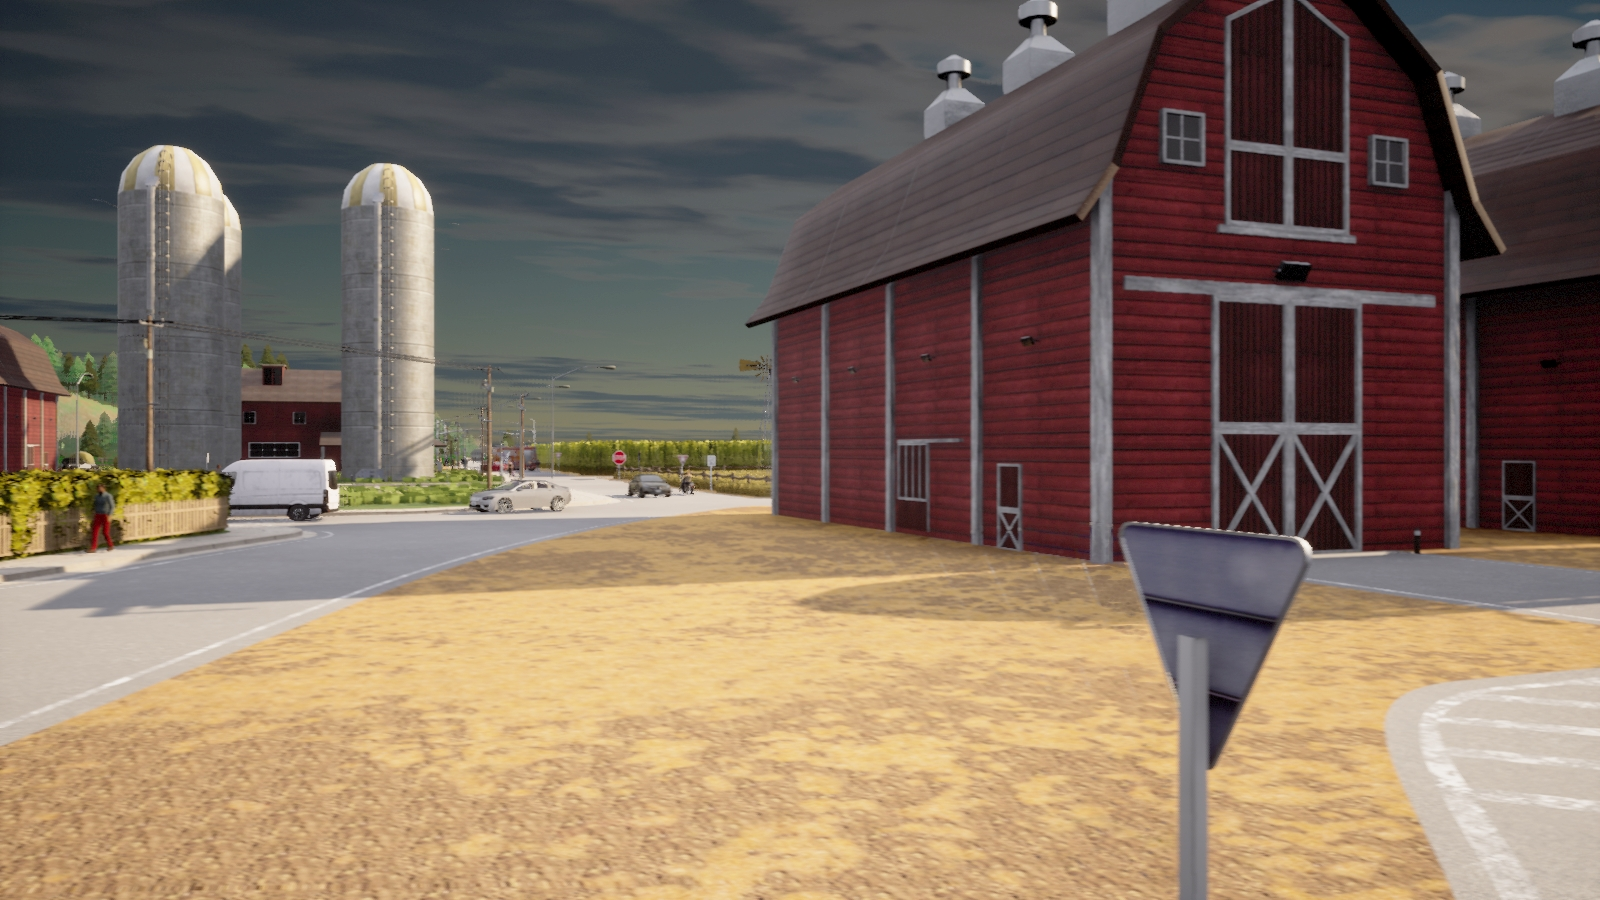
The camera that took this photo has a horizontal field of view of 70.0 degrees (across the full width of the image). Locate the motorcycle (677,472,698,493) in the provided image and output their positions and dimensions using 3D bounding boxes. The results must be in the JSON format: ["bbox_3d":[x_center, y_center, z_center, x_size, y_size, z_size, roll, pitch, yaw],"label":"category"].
[{"bbox_3d":[-7.434,2.149,75.400,0.764,1.307,2.356,0,0,-22],"label":"motorcycle"}]

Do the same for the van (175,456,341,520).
[{"bbox_3d":[-22.406,1.538,47.435,5.915,2.561,1.988,0,0,-10],"label":"van"}]

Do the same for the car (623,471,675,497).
[{"bbox_3d":[-9.405,2.077,70.891,2.002,1.442,4.674,0,0,-23],"label":"car"}]

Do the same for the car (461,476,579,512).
[{"bbox_3d":[-12.843,1.984,52.629,2.128,1.511,4.902,0,0,43],"label":"car"}]

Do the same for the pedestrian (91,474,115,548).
[{"bbox_3d":[-17.887,1.558,29.326,0.375,1.860,0.375,0,0,4],"label":"pedestrian"}]
